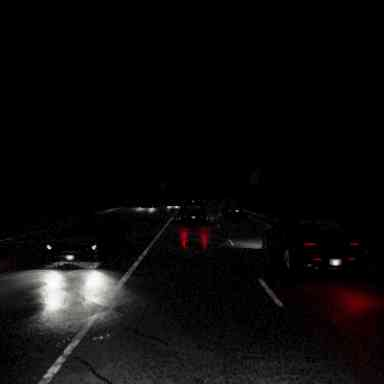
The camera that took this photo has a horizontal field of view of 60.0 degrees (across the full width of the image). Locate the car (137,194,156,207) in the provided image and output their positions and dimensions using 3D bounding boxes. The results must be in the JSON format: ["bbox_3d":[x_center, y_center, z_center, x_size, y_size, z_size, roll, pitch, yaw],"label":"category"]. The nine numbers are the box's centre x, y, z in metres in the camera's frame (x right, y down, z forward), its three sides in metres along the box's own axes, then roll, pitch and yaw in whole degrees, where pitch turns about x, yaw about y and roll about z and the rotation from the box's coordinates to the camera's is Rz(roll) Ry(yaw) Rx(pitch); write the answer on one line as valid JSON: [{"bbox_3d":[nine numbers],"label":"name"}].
[{"bbox_3d":[-6.770,1.249,50.593,2.150,2.045,5.566,0,0,2],"label":"car"}]

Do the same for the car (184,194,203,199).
[{"bbox_3d":[0.205,1.243,43.038,2.150,2.045,5.566,0,0,1],"label":"car"}]

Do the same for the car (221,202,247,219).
[{"bbox_3d":[3.604,1.562,29.116,2.033,1.411,5.357,0,0,0],"label":"car"}]

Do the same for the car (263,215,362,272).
[{"bbox_3d":[3.603,1.510,10.762,1.837,1.490,4.892,0,0,0],"label":"car"}]

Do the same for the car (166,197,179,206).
[{"bbox_3d":[-3.061,1.574,55.012,2.033,1.411,5.357,0,0,3],"label":"car"}]

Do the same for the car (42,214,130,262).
[{"bbox_3d":[-3.599,1.554,12.477,2.033,1.411,5.357,0,0,0],"label":"car"}]

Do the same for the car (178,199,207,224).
[{"bbox_3d":[0.118,1.538,24.802,1.812,1.442,4.674,0,0,0],"label":"car"}]
